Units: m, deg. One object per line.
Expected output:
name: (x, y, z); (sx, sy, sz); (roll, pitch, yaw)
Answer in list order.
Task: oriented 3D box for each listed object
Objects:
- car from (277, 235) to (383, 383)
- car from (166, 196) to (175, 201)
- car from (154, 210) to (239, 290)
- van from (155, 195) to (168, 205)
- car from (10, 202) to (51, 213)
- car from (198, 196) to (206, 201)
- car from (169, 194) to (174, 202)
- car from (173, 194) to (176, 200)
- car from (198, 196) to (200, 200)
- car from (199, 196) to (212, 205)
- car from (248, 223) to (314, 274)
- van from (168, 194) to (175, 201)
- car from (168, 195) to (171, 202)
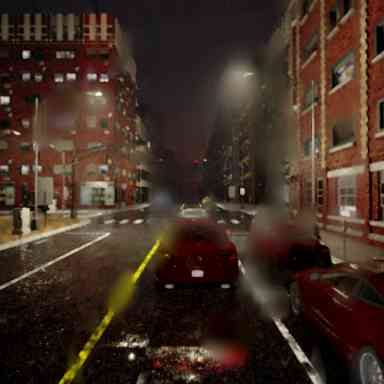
car: (2.667, 1.589, 4.602); (1.802, 1.307, 4.206); (1, 0, 0)
car: (-5.707, 1.689, 87.809); (2.008, 1.369, 4.403); (1, 0, 0)
car: (0.097, 1.491, 9.170); (1.882, 1.535, 5.008); (0, 0, 0)
van: (-5.695, 1.432, 59.548); (1.690, 1.788, 3.998); (1, 0, 0)
car: (-18.723, 1.777, 38.633); (4.313, 1.339, 1.947); (0, -1, 0)
car: (2.672, 1.704, 87.773); (1.947, 1.339, 4.313); (1, 0, 0)
car: (-5.704, 1.701, 76.504); (1.802, 1.307, 4.206); (1, 0, 0)
car: (-5.705, 1.653, 81.987); (1.752, 1.417, 4.829); (1, 0, 0)
car: (2.675, 1.673, 82.122); (1.887, 1.381, 4.507); (1, 0, 0)
car: (2.682, 1.616, 59.682); (1.752, 1.417, 4.829); (1, 0, 0)
car: (2.835, 1.597, 10.258); (1.802, 1.307, 4.206); (1, 0, 0)
van: (-5.706, 1.489, 93.462); (1.690, 1.788, 3.998); (1, 0, 0)
car: (-5.700, 1.682, 65.200); (1.802, 1.307, 4.206); (1, 0, 0)
